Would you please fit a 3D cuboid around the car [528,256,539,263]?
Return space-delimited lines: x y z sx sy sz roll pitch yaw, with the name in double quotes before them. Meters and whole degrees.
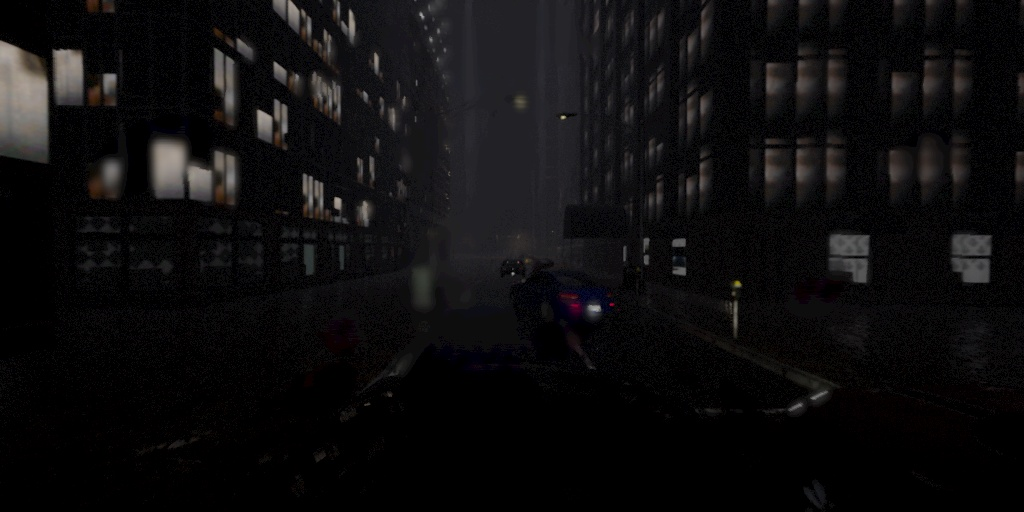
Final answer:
"car" 2.571 0.869 29.340 1.888 1.381 4.507 0 0 0

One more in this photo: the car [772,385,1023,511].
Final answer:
"car" 2.987 1.117 0.779 2.097 1.767 4.553 0 1 0

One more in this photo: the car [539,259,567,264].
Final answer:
"car" 2.569 1.021 18.408 1.751 1.417 4.829 0 0 0

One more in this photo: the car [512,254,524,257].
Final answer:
"car" 0.104 0.709 43.280 1.895 1.301 4.718 0 1 0

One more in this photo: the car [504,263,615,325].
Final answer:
"car" 1.388 1.128 11.279 1.812 1.442 4.674 -1 1 -19

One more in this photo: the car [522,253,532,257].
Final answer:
"car" 2.576 0.504 51.713 1.751 1.417 4.829 0 0 0

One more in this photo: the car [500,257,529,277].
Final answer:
"car" 0.091 0.946 28.032 1.895 1.301 4.718 0 1 1
